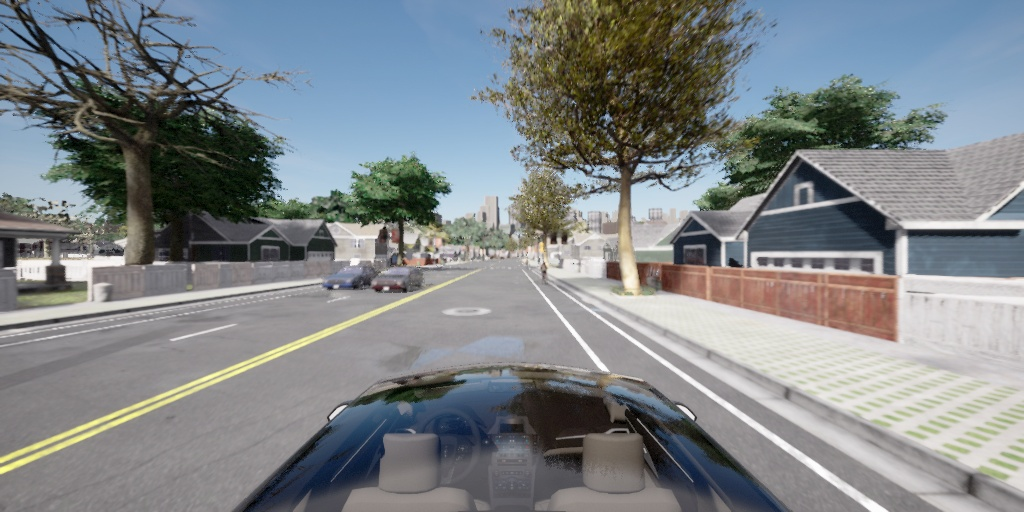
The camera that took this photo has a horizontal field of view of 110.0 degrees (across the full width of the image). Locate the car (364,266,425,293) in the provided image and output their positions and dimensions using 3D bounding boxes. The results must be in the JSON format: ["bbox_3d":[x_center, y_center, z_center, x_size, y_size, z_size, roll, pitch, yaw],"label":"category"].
[{"bbox_3d":[-6.598,1.334,21.460,2.033,1.411,5.357,0,0,0],"label":"car"}]

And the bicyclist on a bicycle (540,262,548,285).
[{"bbox_3d":[2.254,1.246,25.182,0.582,1.620,1.656,0,0,0],"label":"bicyclist on a bicycle"}]

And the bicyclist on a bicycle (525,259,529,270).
[{"bbox_3d":[2.258,1.293,53.184,0.582,1.620,1.656,0,0,0],"label":"bicyclist on a bicycle"}]

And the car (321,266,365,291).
[{"bbox_3d":[-9.849,1.336,22.737,2.033,1.411,5.357,0,0,0],"label":"car"}]
